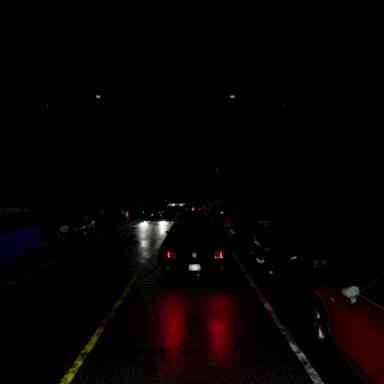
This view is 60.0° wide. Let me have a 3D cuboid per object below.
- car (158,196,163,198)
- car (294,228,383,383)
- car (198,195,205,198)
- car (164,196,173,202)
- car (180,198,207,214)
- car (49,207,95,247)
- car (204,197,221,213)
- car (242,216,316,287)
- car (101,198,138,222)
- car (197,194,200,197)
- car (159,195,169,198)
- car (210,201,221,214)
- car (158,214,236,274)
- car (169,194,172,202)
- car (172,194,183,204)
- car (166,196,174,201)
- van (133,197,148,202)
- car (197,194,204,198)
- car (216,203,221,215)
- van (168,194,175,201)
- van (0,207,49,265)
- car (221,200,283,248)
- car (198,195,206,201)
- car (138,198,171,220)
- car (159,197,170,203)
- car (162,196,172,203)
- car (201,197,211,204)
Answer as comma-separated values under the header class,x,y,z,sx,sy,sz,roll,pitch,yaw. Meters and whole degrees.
class,x,y,z,sx,sy,sz,roll,pitch,yaw
car,-5.777,1.647,48.673,2.008,1.369,4.403,0,0,0
car,2.759,1.447,3.592,1.967,1.590,4.097,0,0,0
car,2.342,1.613,54.290,1.837,1.490,4.892,0,0,0
car,-5.785,1.729,82.493,2.008,1.369,4.403,0,0,0
car,0.091,1.610,32.473,2.033,1.411,5.357,0,0,0
car,-5.769,1.469,14.854,1.967,1.590,4.097,0,0,0
car,2.751,1.512,37.410,1.967,1.590,4.097,0,0,0
car,2.758,1.584,9.229,1.947,1.339,4.313,0,0,0
car,-5.772,1.491,26.128,1.967,1.590,4.097,0,0,0
car,2.740,1.760,82.501,1.802,1.307,4.206,0,0,0
car,-5.780,1.563,59.947,1.967,1.590,4.097,0,0,0
car,2.754,1.616,26.138,1.947,1.339,4.313,0,0,0
car,0.080,1.621,10.634,1.895,1.301,4.718,0,0,0
car,-5.782,1.451,65.584,2.192,1.841,5.009,0,0,0
car,-3.016,1.367,69.517,2.150,2.045,5.566,0,0,0
car,-5.786,1.775,88.130,1.802,1.307,4.206,0,0,0
van,-5.775,1.413,37.401,1.690,1.788,3.998,0,0,0
car,2.742,1.745,76.864,1.802,1.307,4.206,0,0,0
car,2.755,1.584,20.502,1.887,1.381,4.507,0,0,0
van,-5.789,1.551,93.767,1.690,1.788,3.998,0,0,0
van,-5.768,1.359,9.218,1.690,1.788,3.998,0,0,0
car,2.755,1.344,14.866,2.192,1.841,5.009,0,0,0
car,2.738,1.633,88.137,1.967,1.590,4.097,0,0,0
car,-3.106,1.560,28.507,1.837,1.490,4.892,0,0,0
car,-5.782,1.716,71.220,1.947,1.339,4.313,0,0,0
car,-5.783,1.729,76.857,1.947,1.339,4.313,0,0,0
car,2.744,1.718,65.592,1.802,1.307,4.206,0,0,0
